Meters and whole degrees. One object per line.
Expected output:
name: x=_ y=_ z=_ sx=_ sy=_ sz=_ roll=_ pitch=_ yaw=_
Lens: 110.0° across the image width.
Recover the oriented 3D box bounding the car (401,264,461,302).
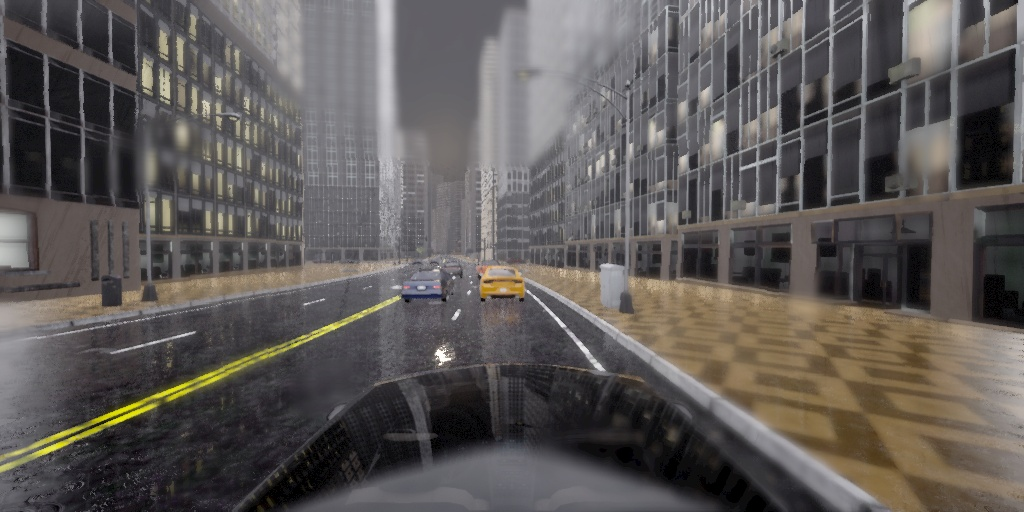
car: x=-3.763 y=1.304 z=16.754 sx=2.033 sy=1.411 sz=5.357 roll=0 pitch=0 yaw=-4

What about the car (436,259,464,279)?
car: x=-5.279 y=1.222 z=31.786 sx=2.128 sy=1.511 sz=4.902 roll=0 pitch=0 yaw=-8

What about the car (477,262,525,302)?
car: x=-0.521 y=1.222 z=16.972 sx=1.882 sy=1.535 sz=5.008 roll=0 pitch=0 yaw=-4

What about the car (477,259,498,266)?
car: x=-2.055 y=1.085 z=32.189 sx=2.097 sy=1.767 sz=4.553 roll=0 pitch=0 yaw=-8
